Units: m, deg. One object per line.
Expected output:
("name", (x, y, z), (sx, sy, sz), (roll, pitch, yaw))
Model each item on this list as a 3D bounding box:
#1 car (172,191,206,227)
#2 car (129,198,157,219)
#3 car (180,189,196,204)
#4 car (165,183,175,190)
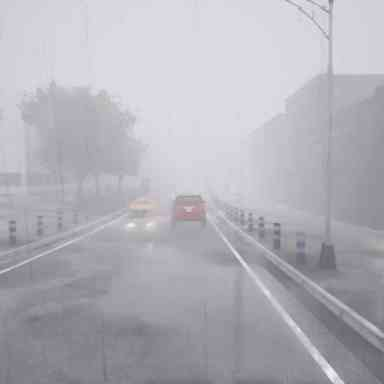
("car", (-0.203, 1.120, 22.427), (2.150, 2.045, 5.566), (0, 1, 0))
("car", (-3.989, 1.264, 27.642), (1.882, 1.535, 5.008), (0, 2, -1))
("car", (-0.518, 0.562, 42.829), (1.882, 1.535, 5.008), (0, 4, -1))
("car", (-4.552, -1.148, 68.164), (1.812, 1.442, 4.674), (0, 4, -1))
